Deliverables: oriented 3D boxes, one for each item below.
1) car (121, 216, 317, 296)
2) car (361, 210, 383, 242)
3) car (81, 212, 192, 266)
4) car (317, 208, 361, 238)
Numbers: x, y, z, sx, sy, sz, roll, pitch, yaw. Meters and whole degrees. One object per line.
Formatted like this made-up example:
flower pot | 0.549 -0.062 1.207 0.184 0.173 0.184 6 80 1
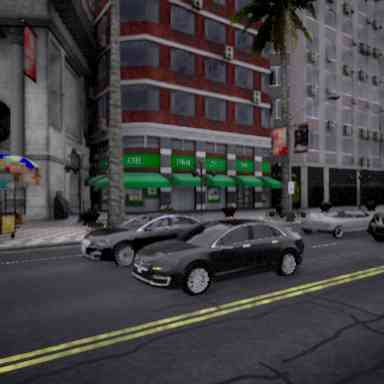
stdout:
car | 0.870 1.488 8.698 4.892 1.490 1.837 0 0 -33
car | 10.288 1.167 14.840 5.566 2.045 2.150 0 0 -32
car | -1.258 1.475 11.486 4.902 1.511 2.128 0 0 -34
car | 7.805 1.549 17.389 4.718 1.301 1.895 0 0 -32
